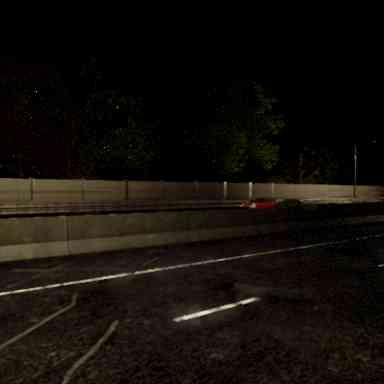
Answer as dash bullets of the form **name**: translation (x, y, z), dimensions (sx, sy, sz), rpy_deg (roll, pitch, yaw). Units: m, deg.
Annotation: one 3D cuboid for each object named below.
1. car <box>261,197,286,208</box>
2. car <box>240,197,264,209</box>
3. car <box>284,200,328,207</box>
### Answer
- **car**: translation (9.312, 1.511, 32.130), dimensions (4.892, 1.490, 1.837), rpy_deg (0, 0, -35)
- **car**: translation (7.185, 1.358, 34.911), dimensions (4.553, 1.767, 2.097), rpy_deg (0, 0, -35)
- **car**: translation (10.405, 1.606, 28.612), dimensions (4.718, 1.301, 1.895), rpy_deg (0, 0, -35)
